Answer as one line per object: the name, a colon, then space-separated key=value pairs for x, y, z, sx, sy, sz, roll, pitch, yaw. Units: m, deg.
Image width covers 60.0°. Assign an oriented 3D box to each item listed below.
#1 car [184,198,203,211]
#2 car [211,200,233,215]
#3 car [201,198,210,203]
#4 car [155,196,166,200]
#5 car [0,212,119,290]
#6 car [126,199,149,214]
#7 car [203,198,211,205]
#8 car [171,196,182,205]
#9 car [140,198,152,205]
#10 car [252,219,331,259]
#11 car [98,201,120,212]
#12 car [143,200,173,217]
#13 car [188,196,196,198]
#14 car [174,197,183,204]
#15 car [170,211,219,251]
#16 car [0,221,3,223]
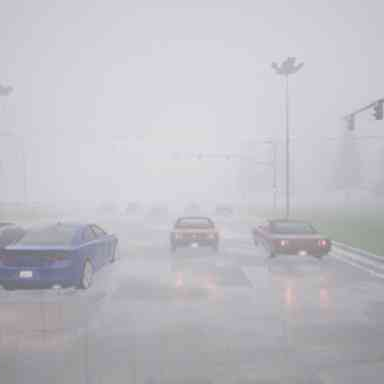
car: x=0.091 y=1.879 z=43.034 sx=1.812 sy=1.442 sz=4.674 roll=0 pitch=0 yaw=0
car: x=3.593 y=1.919 z=38.771 sx=1.895 sy=1.301 sz=4.718 roll=0 pitch=0 yaw=0
car: x=3.484 y=2.194 z=85.223 sx=1.994 sy=1.385 sz=4.181 roll=0 pitch=0 yaw=0
car: x=-7.014 y=1.838 z=74.863 sx=2.150 sy=2.045 sz=5.566 roll=0 pitch=0 yaw=0
car: x=-3.403 y=1.555 z=9.308 sx=1.882 sy=1.535 sz=5.008 roll=0 pitch=0 yaw=0
car: x=-6.906 y=1.842 z=41.076 sx=1.837 sy=1.490 sz=4.892 roll=0 pitch=0 yaw=0
car: x=3.485 y=2.151 z=74.598 sx=2.033 sy=1.411 sz=5.357 roll=0 pitch=0 yaw=0
car: x=-3.514 y=1.838 z=74.790 sx=2.150 sy=2.045 sz=5.566 roll=0 pitch=0 yaw=0
car: x=-10.515 y=2.177 z=76.179 sx=1.994 sy=1.385 sz=4.181 roll=0 pitch=0 yaw=0
car: x=3.598 y=1.709 z=13.035 sx=1.895 sy=1.301 sz=4.718 roll=0 pitch=0 yaw=0
car: x=-10.406 y=1.835 z=41.947 sx=2.128 sy=1.511 sz=4.902 roll=0 pitch=0 yaw=0
car: x=-3.405 y=1.832 z=34.627 sx=2.033 sy=1.411 sz=5.357 roll=0 pitch=0 yaw=0
car: x=-0.015 y=1.849 z=76.113 sx=2.150 sy=2.045 sz=5.566 roll=0 pitch=0 yaw=0
car: x=-3.516 y=2.169 z=85.223 sx=2.128 sy=1.511 sz=4.902 roll=0 pitch=0 yaw=0
car: x=0.097 y=1.723 z=14.748 sx=1.895 sy=1.301 sz=4.718 roll=0 pitch=0 yaw=0
car: x=-6.901 y=1.697 z=11.586 sx=1.895 sy=1.301 sz=4.718 roll=0 pitch=0 yaw=0
